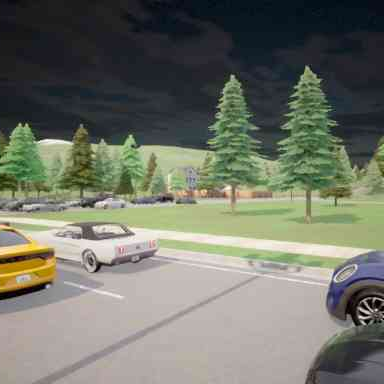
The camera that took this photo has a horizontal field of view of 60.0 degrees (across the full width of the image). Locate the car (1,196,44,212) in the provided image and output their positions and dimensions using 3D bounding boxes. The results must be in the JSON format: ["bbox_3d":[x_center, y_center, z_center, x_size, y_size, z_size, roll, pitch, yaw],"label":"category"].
[{"bbox_3d":[-19.152,1.352,38.784,2.097,1.767,4.553,0,0,36],"label":"car"}]

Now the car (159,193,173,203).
[{"bbox_3d":[-5.890,1.223,68.649,2.150,2.045,5.566,0,0,36],"label":"car"}]

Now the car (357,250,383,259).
[{"bbox_3d":[4.520,1.352,5.052,4.553,1.767,2.097,0,0,36],"label":"car"}]

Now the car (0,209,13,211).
[{"bbox_3d":[-10.813,1.601,15.988,4.718,1.301,1.895,0,0,35],"label":"car"}]

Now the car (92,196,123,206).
[{"bbox_3d":[-14.436,1.491,57.093,2.128,1.511,4.902,0,0,36],"label":"car"}]

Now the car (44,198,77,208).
[{"bbox_3d":[-19.697,1.564,49.906,1.994,1.385,4.181,0,0,36],"label":"car"}]

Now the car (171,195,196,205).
[{"bbox_3d":[-1.065,1.564,57.584,1.994,1.385,4.181,0,0,36],"label":"car"}]

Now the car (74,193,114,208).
[{"bbox_3d":[-13.213,1.223,46.917,2.150,2.045,5.566,0,0,36],"label":"car"}]

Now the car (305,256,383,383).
[{"bbox_3d":[3.122,1.505,1.747,4.892,1.490,1.837,0,0,35],"label":"car"}]

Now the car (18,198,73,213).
[{"bbox_3d":[-16.175,1.601,36.924,1.895,1.301,4.718,0,0,36],"label":"car"}]

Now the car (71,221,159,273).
[{"bbox_3d":[-3.410,1.601,10.716,4.718,1.301,1.895,0,0,35],"label":"car"}]

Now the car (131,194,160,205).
[{"bbox_3d":[-8.646,1.546,59.079,2.033,1.411,5.357,0,0,36],"label":"car"}]

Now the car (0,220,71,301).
[{"bbox_3d":[-5.193,1.478,7.687,5.008,1.535,1.882,0,0,35],"label":"car"}]

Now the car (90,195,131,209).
[{"bbox_3d":[-10.791,1.526,44.290,1.812,1.442,4.674,0,0,36],"label":"car"}]
